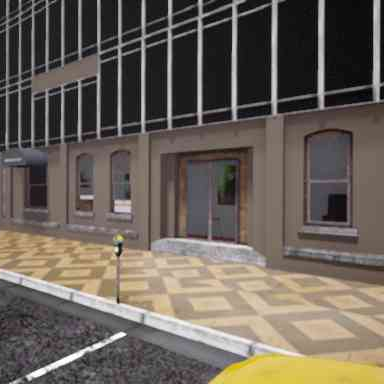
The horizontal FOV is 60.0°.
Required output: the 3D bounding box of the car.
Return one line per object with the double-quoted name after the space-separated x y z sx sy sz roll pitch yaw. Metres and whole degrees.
2.007 1.529 1.442 4.829 1.417 1.752 0 0 35 "car"
